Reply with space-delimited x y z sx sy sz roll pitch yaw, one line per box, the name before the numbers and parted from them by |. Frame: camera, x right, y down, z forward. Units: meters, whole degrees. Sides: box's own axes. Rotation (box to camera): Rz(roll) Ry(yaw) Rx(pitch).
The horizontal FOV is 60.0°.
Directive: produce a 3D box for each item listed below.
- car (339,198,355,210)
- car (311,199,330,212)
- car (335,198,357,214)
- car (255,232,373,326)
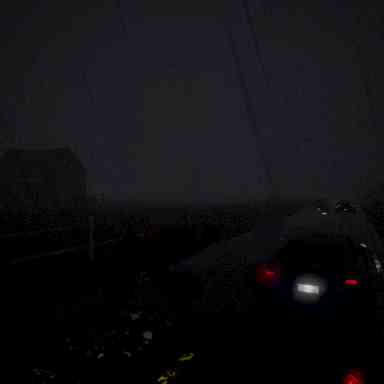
car | 20.635 1.533 44.296 1.812 1.442 4.674 0 0 26
car | 15.609 1.559 40.206 2.033 1.411 5.357 0 0 26
car | 16.192 1.537 34.966 1.812 1.442 4.674 0 0 26
car | 2.793 1.567 7.305 1.994 1.385 4.181 0 0 26
